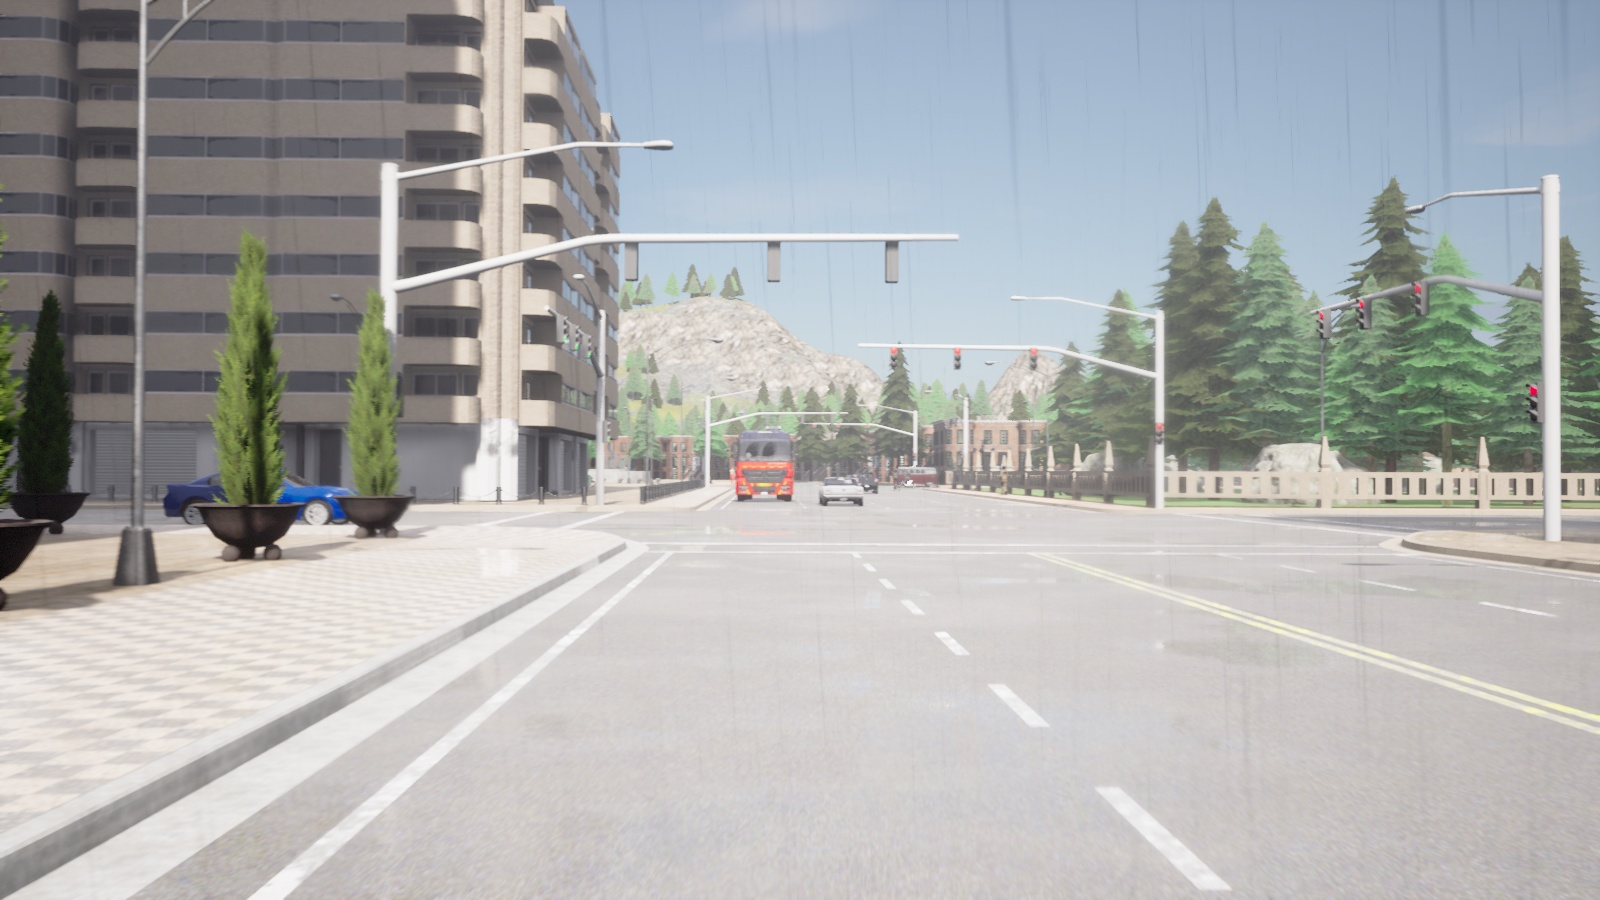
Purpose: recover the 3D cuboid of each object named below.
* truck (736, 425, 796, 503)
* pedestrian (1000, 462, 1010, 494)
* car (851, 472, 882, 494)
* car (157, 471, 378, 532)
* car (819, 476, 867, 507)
[{"bbox_3d":[-1.776,0.754,65.508,2.891,3.827,8.468,0,-1,-2],"label":"truck"},{"bbox_3d":[12.346,1.697,75.673,0.396,1.930,0.692,0,-1,-4],"label":"pedestrian"},{"bbox_3d":[4.637,2.286,88.059,1.845,1.501,3.633,0,-1,-2],"label":"car"},{"bbox_3d":[-13.892,1.340,32.964,5.008,1.535,1.882,0,-1,-1],"label":"car"},{"bbox_3d":[1.934,1.875,57.696,1.895,1.301,4.718,0,-1,-2],"label":"car"}]
